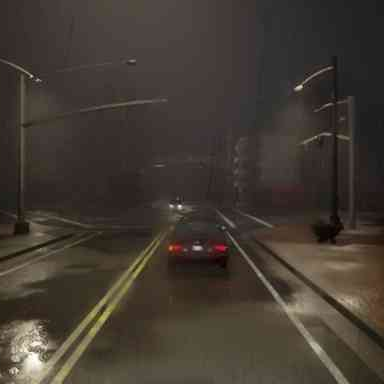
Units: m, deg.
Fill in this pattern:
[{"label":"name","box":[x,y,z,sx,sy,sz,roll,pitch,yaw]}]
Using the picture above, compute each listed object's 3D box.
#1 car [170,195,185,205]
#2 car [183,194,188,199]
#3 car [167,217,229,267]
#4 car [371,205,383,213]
[{"label":"car","box":[-2.861,1.603,60.145,1.895,1.301,4.718,0,0,1]},{"label":"car","box":[-2.646,1.556,75.659,1.994,1.385,4.181,0,0,1]},{"label":"car","box":[0.195,1.548,11.387,2.033,1.411,5.357,0,0,1]},{"label":"car","box":[24.148,1.857,39.775,4.718,1.301,1.895,1,0,0]}]
